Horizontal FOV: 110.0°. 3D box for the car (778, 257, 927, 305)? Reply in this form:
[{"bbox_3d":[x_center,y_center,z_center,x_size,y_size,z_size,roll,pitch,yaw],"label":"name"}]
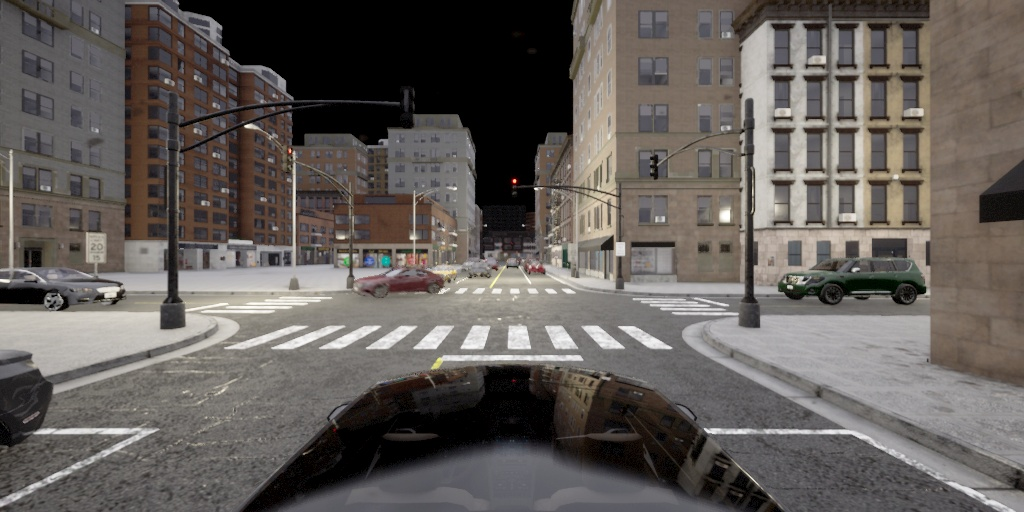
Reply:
[{"bbox_3d":[15.340,1.072,16.316,5.566,2.045,2.150,0,0,-2],"label":"car"}]

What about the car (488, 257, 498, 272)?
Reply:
[{"bbox_3d":[-2.850,1.279,48.833,1.882,1.535,5.008,0,0,0],"label":"car"}]

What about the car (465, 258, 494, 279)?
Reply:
[{"bbox_3d":[-2.863,1.283,32.800,1.837,1.490,4.892,0,1,-1],"label":"car"}]

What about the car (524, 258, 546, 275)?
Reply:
[{"bbox_3d":[2.628,1.231,39.823,1.967,1.591,4.097,0,0,0],"label":"car"}]

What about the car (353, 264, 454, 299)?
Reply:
[{"bbox_3d":[-5.560,1.282,18.215,1.812,1.442,4.674,1,0,45],"label":"car"}]

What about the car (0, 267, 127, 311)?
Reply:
[{"bbox_3d":[-17.285,1.174,13.314,4.902,1.511,2.128,0,0,2],"label":"car"}]

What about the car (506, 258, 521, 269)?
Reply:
[{"bbox_3d":[0.081,1.376,58.552,1.994,1.385,4.181,0,0,1],"label":"car"}]

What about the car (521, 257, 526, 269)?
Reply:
[{"bbox_3d":[2.627,1.112,45.485,2.192,1.841,5.009,0,0,0],"label":"car"}]

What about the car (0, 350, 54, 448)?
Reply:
[{"bbox_3d":[-5.388,1.300,1.652,2.007,1.370,4.403,0,0,0],"label":"car"}]

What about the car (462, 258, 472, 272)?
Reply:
[{"bbox_3d":[-5.398,1.348,45.483,2.007,1.370,4.403,0,0,0],"label":"car"}]

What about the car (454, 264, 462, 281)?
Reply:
[{"bbox_3d":[-5.394,1.304,28.328,1.751,1.417,4.829,0,0,0],"label":"car"}]
